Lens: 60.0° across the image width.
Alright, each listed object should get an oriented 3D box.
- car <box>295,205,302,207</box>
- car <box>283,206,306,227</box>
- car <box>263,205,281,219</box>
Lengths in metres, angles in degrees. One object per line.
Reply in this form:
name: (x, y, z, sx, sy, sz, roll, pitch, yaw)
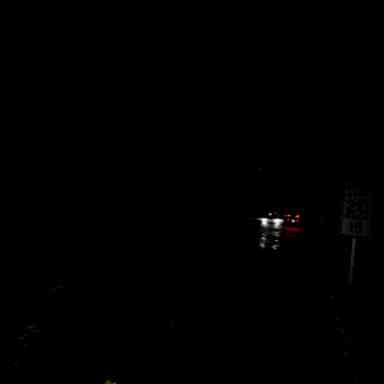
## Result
car: (28.384, 4.244, 88.878, 1.837, 1.490, 4.892, 5, 0, 18)
car: (9.910, 2.427, 32.298, 1.837, 1.490, 4.892, 5, 0, 18)
car: (9.969, 2.437, 41.306, 1.837, 1.490, 4.892, 5, 0, 18)
